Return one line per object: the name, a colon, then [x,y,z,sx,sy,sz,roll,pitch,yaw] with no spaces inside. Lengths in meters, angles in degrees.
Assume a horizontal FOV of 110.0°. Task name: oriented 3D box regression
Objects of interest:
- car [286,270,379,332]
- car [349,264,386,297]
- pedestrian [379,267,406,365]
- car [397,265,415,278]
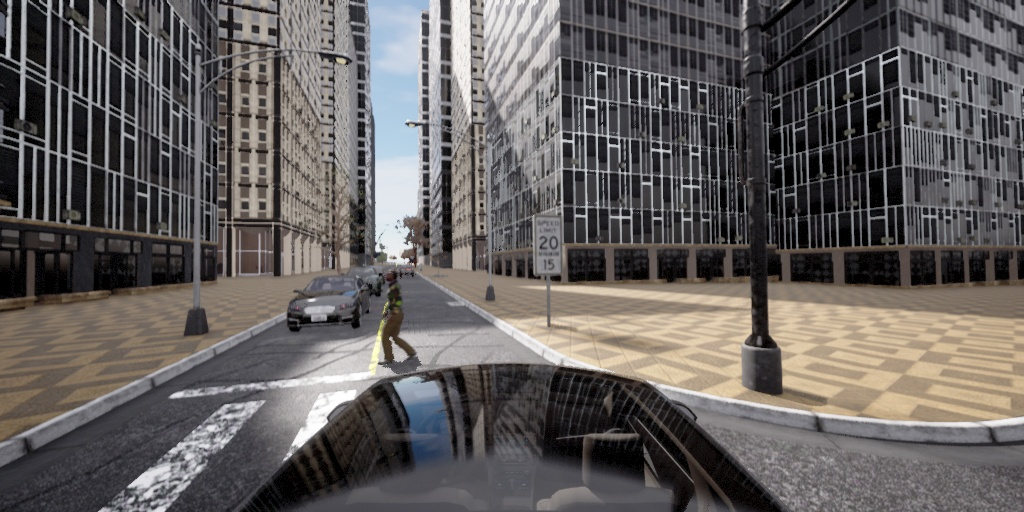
car: [-5.728,1.376,11.685,2.128,1.511,4.902,0,-1,-17]
car: [-8.586,1.357,20.616,2.097,1.767,4.553,0,-1,-18]
pedestrian: [-2.249,1.095,6.786,0.375,1.860,0.375,0,-1,-18]
car: [-12.661,1.771,43.080,2.128,1.511,4.902,0,-1,-18]
